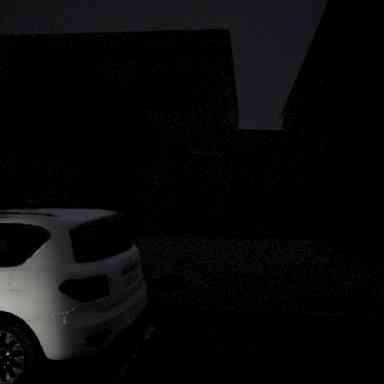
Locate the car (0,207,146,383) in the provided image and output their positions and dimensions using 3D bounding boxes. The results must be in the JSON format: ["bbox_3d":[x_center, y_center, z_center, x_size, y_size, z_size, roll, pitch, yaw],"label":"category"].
[{"bbox_3d":[-3.474,1.278,4.959,5.566,2.045,2.435,0,0,9],"label":"car"}]
